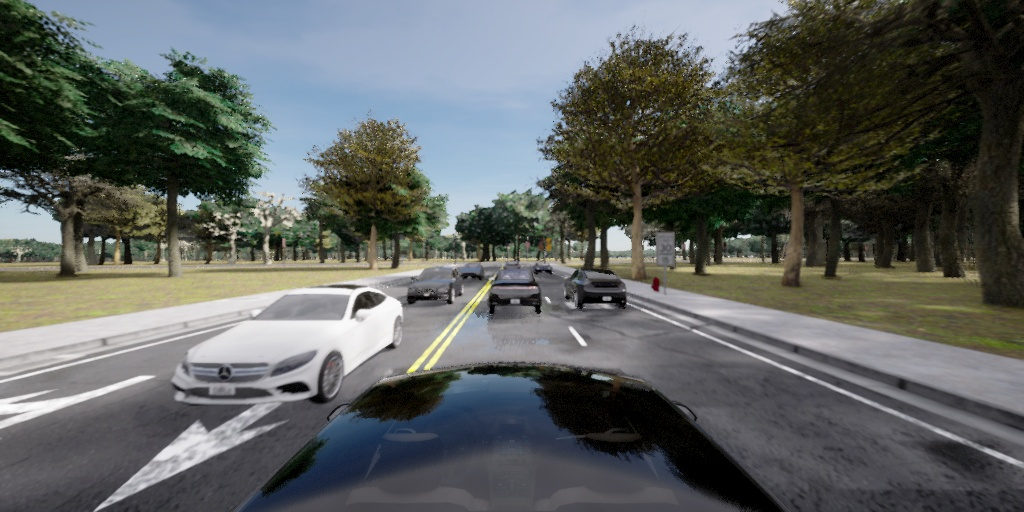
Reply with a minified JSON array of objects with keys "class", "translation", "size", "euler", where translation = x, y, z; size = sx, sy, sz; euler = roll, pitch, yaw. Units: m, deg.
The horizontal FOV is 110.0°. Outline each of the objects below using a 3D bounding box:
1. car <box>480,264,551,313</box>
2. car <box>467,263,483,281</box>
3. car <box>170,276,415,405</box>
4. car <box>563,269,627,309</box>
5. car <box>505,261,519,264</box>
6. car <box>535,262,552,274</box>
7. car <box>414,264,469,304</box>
[{"class":"car","translation":[0.104,1.246,13.962],"size":[2.128,1.511,4.902],"euler":[0,0,0]},{"class":"car","translation":[-3.314,1.306,30.678],"size":[2.033,1.411,5.357],"euler":[0,0,0]},{"class":"car","translation":[-3.344,1.278,6.464],"size":[1.812,1.442,4.674],"euler":[0,0,0]},{"class":"car","translation":[3.357,1.260,15.095],"size":[1.837,1.490,4.892],"euler":[0,0,0]},{"class":"car","translation":[0.030,1.248,39.020],"size":[2.128,1.511,4.902],"euler":[0,0,0]},{"class":"car","translation":[3.365,1.355,40.271],"size":[1.895,1.301,4.718],"euler":[0,0,0]},{"class":"car","translation":[-3.336,1.260,16.399],"size":[1.837,1.490,4.892],"euler":[0,0,0]}]
